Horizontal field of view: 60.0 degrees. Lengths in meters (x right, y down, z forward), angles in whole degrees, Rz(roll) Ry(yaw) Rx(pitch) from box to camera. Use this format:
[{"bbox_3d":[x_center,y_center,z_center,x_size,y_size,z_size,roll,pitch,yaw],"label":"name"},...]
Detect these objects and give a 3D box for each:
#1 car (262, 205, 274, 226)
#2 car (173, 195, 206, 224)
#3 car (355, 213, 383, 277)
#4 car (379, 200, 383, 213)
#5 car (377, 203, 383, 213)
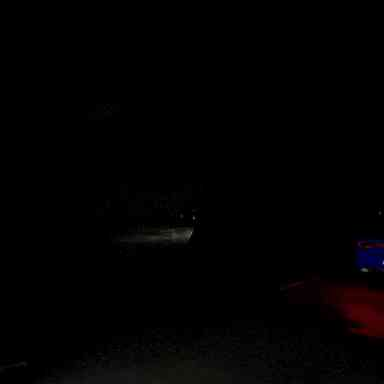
[{"bbox_3d":[3.394,1.492,21.162,2.128,1.511,4.902,0,0,44],"label":"car"},{"bbox_3d":[1.189,1.220,23.841,2.150,2.045,5.566,0,0,43],"label":"car"},{"bbox_3d":[6.325,1.478,9.267,5.008,1.535,1.882,1,0,-43],"label":"car"},{"bbox_3d":[21.885,1.601,36.204,1.895,1.301,4.718,0,0,20],"label":"car"},{"bbox_3d":[13.907,1.356,22.333,2.097,1.767,4.553,0,0,39],"label":"car"}]
